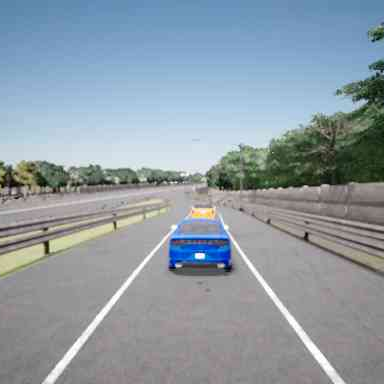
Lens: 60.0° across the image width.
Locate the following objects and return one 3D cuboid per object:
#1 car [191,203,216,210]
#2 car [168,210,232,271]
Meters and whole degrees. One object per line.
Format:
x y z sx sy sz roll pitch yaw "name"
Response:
1.009 1.686 28.635 2.097 1.767 4.553 0 -1 3 "car"
0.280 1.613 11.523 1.882 1.535 5.008 0 0 1 "car"
